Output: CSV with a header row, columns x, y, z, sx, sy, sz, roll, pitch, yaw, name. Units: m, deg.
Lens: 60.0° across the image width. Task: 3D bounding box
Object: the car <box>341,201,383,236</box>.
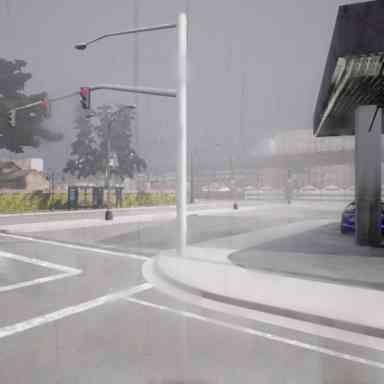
x,y,z,sx,sy,sz,roll,pitch,yaw,name
9.458,1.295,17.721,2.242,1.667,4.611,0,0,37,car
